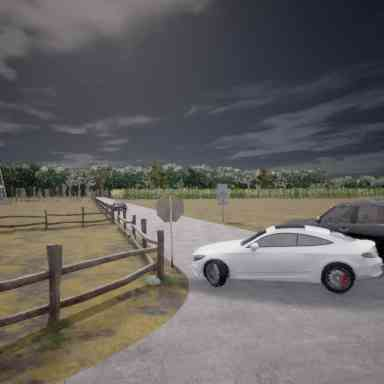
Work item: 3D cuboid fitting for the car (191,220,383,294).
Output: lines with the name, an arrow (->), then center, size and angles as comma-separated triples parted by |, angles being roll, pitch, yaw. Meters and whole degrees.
car -> 2.299, 1.612, 8.706 | 4.674, 1.442, 1.812 | -2, 0, 16

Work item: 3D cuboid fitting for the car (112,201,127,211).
car -> -10.823, 1.981, 49.471 | 2.033, 1.411, 5.357 | -2, 0, -18

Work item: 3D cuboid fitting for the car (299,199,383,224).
car -> 5.103, 1.227, 9.809 | 2.150, 2.045, 5.566 | -2, 0, -40
